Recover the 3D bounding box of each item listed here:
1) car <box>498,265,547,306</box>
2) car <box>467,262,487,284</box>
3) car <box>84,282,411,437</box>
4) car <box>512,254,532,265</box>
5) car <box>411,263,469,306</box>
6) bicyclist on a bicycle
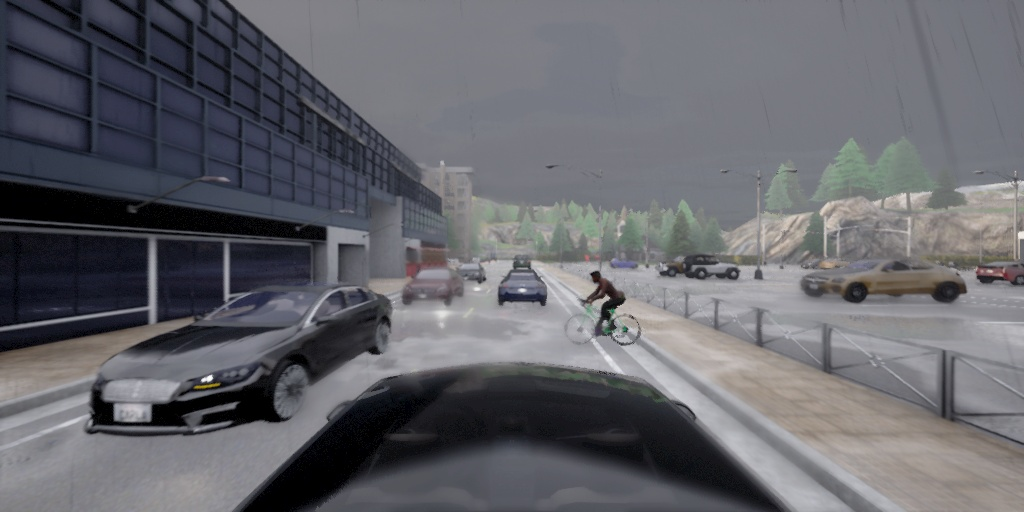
[{"bbox_3d":[0.450,1.267,15.621,1.994,1.385,4.181,0,0,2],"label":"car"},{"bbox_3d":[-2.946,1.181,25.957,1.812,1.442,4.674,0,0,2],"label":"car"},{"bbox_3d":[-3.522,1.216,5.844,2.128,1.511,4.902,0,0,2],"label":"car"},{"bbox_3d":[1.202,0.831,43.079,2.150,2.045,5.566,0,0,2],"label":"car"},{"bbox_3d":[-3.247,1.216,15.651,1.812,1.442,4.674,0,0,2],"label":"car"},{"bbox_3d":[1.967,1.137,7.768,1.656,1.620,0.582,0,0,2],"label":"bicyclist on a bicycle"}]
